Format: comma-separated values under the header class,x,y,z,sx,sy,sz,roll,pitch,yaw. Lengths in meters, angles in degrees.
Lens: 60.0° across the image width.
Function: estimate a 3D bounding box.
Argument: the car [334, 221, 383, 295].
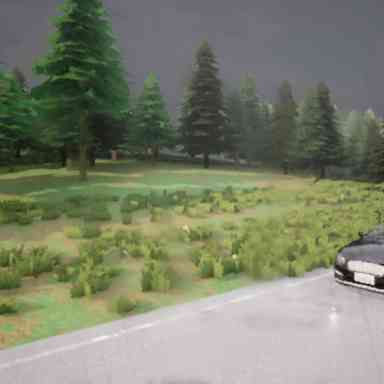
class,x,y,z,sx,sy,sz,roll,pitch,yaw
car,5.269,1.334,7.748,4.902,1.511,2.128,-1,1,-35
